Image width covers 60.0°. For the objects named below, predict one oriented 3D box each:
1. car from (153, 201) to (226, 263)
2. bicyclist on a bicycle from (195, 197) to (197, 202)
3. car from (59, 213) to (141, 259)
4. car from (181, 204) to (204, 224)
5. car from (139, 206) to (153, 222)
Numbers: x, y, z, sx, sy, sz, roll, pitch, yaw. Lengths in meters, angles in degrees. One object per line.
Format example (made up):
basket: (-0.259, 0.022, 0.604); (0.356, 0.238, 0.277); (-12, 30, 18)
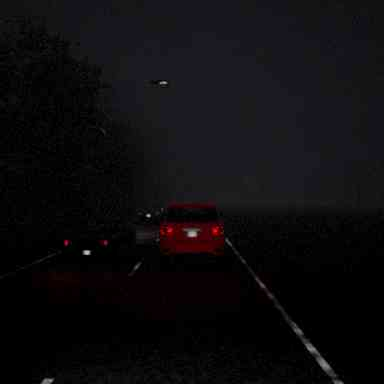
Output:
car: (0.023, 1.360, 12.598); (2.150, 2.045, 5.566); (0, 0, 0)
bicyclist on a bicycle: (1.057, 2.351, 92.377); (0.659, 1.776, 1.843); (0, 0, 0)
car: (-3.468, 1.743, 13.256); (1.895, 1.301, 4.718); (0, -1, 1)
car: (0.058, 1.832, 28.900); (1.812, 1.442, 4.674); (0, 0, 1)
car: (-3.447, 1.867, 28.416); (1.994, 1.385, 4.181); (0, -1, 0)
